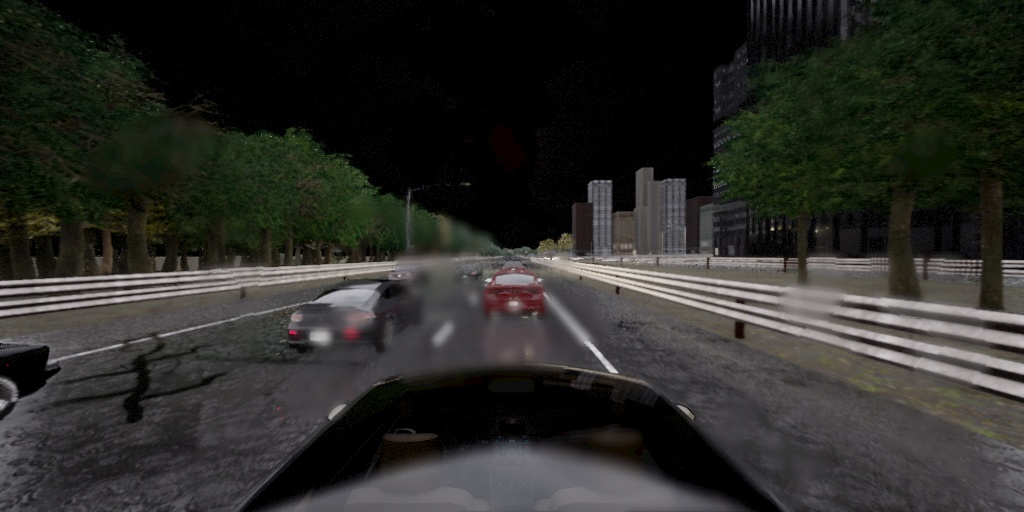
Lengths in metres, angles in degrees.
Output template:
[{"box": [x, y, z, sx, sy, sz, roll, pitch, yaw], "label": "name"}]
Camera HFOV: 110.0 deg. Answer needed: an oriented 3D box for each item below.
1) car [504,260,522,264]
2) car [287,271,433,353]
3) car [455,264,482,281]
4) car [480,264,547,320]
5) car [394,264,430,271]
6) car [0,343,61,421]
[{"box": [0.106, 1.079, 30.372, 2.097, 1.767, 4.553, 0, 0, 0], "label": "car"}, {"box": [-3.399, 1.270, 8.675, 1.812, 1.442, 4.674, 0, 0, 0], "label": "car"}, {"box": [-3.395, 1.329, 29.214, 1.895, 1.301, 4.718, 0, 0, 0], "label": "car"}, {"box": [0.101, 1.219, 12.591, 1.882, 1.535, 5.008, 0, 0, 0], "label": "car"}, {"box": [-6.894, 1.279, 24.618, 2.033, 1.411, 5.357, 0, 0, 0], "label": "car"}, {"box": [-6.901, 1.350, 2.537, 1.895, 1.301, 4.718, 0, 0, 0], "label": "car"}]
